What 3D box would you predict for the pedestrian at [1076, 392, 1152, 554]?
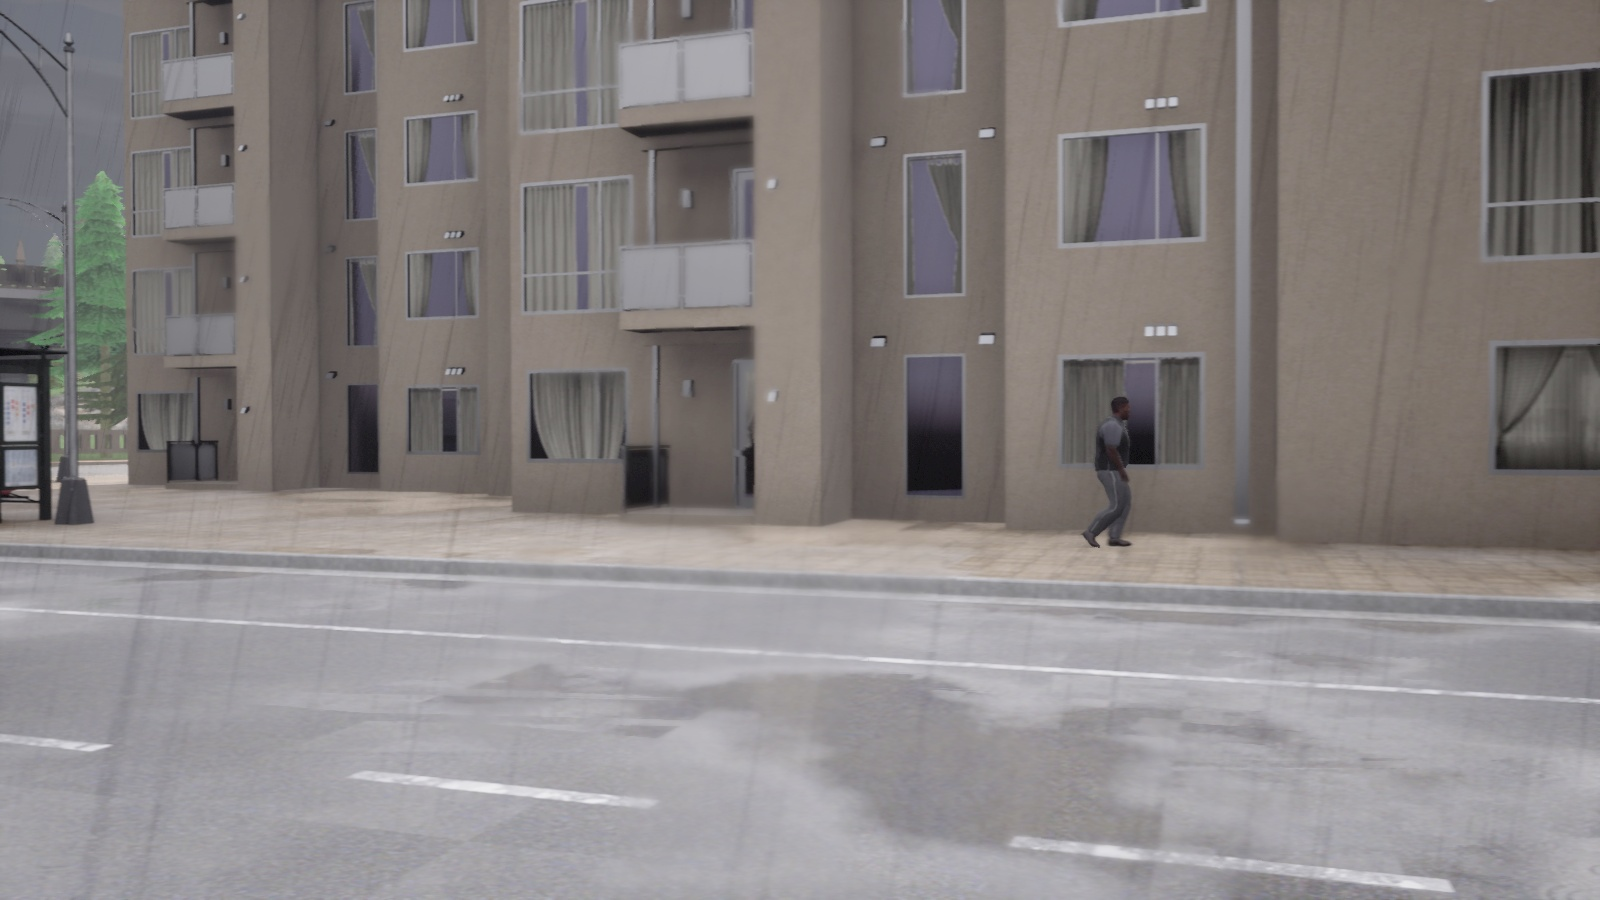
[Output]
[{"bbox_3d":[3.731,0.257,14.919,0.849,1.883,0.563,1,1,15],"label":"pedestrian"}]
